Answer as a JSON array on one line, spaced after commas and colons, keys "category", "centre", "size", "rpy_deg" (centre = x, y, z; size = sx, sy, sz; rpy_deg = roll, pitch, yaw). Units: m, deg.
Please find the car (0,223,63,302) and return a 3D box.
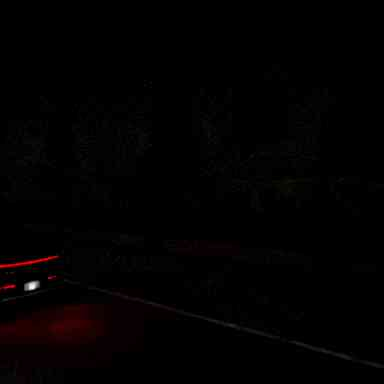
[{"category": "car", "centre": [-4.910, 1.472, 7.566], "size": [4.892, 1.490, 1.837], "rpy_deg": [0, 0, 36]}]
